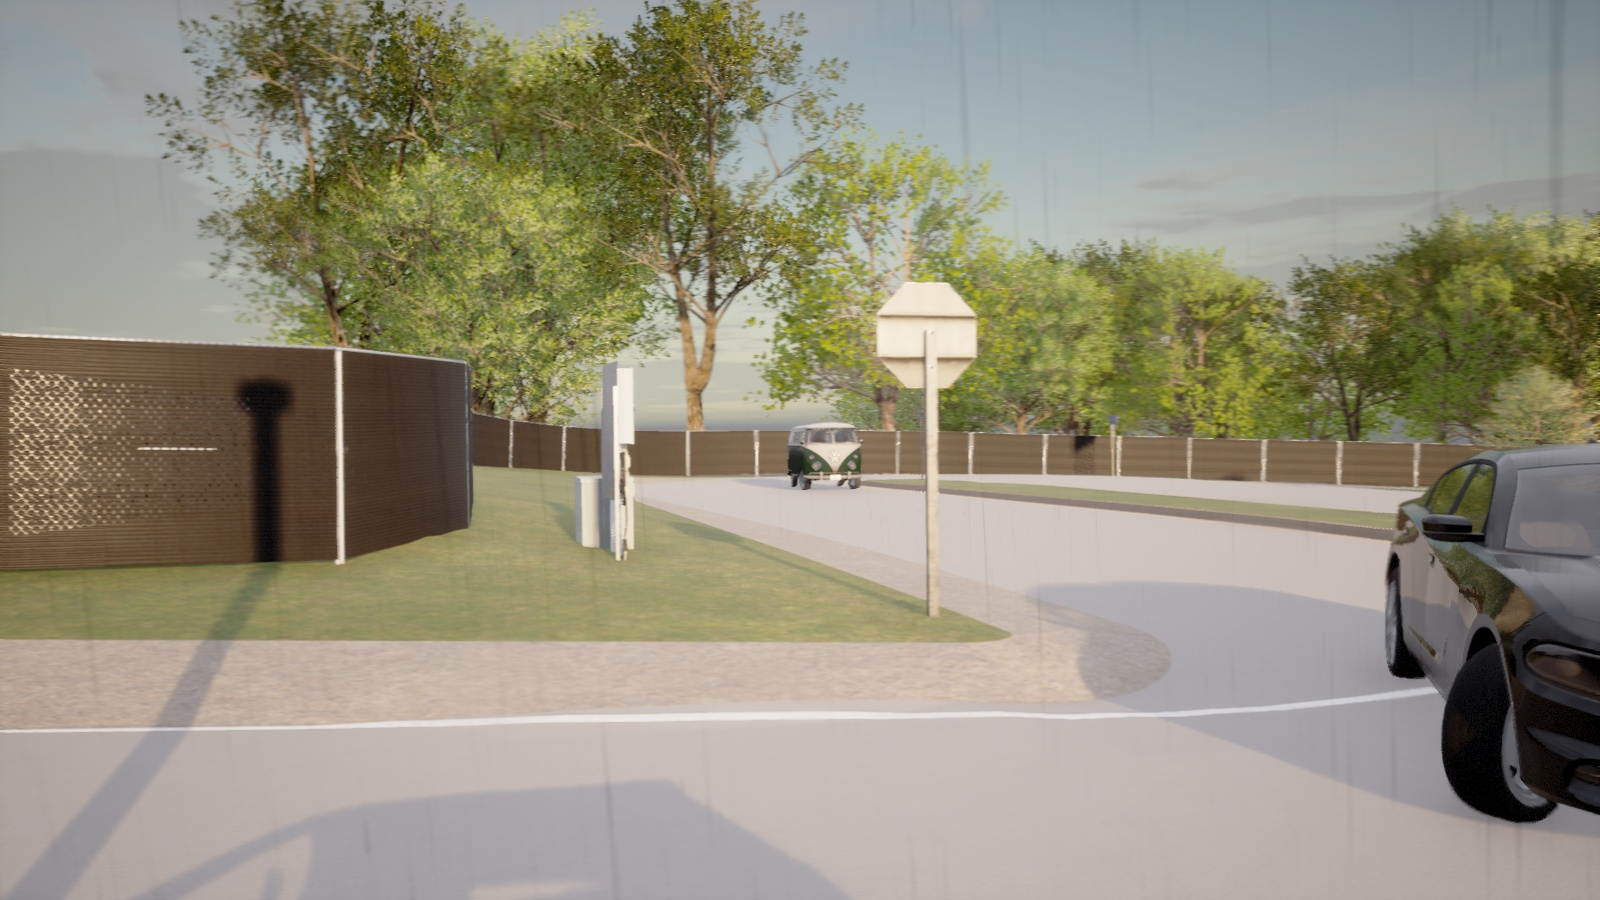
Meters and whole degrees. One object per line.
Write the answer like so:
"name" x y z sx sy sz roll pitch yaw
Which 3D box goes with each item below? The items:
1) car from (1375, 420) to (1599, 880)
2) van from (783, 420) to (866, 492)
"car" 4.198 0.624 6.346 1.882 1.535 5.008 0 2 19
"van" 0.673 0.160 37.971 1.775 1.987 4.442 -2 1 -8
